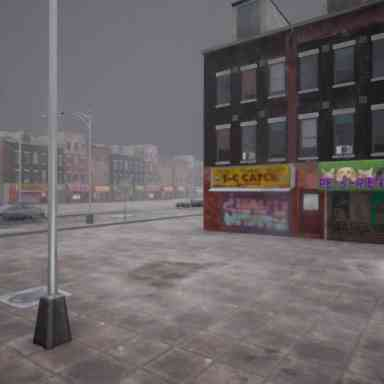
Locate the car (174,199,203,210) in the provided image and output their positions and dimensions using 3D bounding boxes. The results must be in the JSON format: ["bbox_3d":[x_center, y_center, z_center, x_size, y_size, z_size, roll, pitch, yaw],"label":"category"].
[{"bbox_3d":[-0.065,1.473,41.153,1.895,1.301,4.718,0,0,35],"label":"car"}]

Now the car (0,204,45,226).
[{"bbox_3d":[-12.619,1.513,23.391,1.994,1.385,4.181,0,1,36],"label":"car"}]
